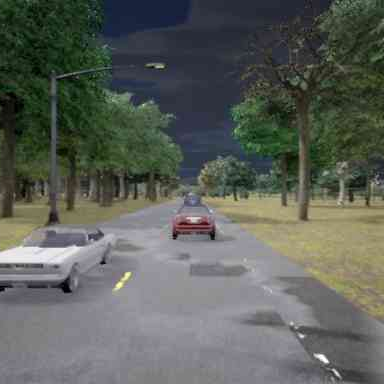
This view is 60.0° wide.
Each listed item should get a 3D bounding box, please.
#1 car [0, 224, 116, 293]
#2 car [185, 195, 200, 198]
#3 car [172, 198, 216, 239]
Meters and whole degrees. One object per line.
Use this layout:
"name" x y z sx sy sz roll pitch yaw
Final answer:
"car" -3.517 1.611 9.002 1.895 1.301 4.718 0 0 0
"car" 0.069 1.359 40.552 2.150 2.045 5.566 0 0 0
"car" 0.086 1.388 17.719 2.097 1.767 4.553 0 0 0
